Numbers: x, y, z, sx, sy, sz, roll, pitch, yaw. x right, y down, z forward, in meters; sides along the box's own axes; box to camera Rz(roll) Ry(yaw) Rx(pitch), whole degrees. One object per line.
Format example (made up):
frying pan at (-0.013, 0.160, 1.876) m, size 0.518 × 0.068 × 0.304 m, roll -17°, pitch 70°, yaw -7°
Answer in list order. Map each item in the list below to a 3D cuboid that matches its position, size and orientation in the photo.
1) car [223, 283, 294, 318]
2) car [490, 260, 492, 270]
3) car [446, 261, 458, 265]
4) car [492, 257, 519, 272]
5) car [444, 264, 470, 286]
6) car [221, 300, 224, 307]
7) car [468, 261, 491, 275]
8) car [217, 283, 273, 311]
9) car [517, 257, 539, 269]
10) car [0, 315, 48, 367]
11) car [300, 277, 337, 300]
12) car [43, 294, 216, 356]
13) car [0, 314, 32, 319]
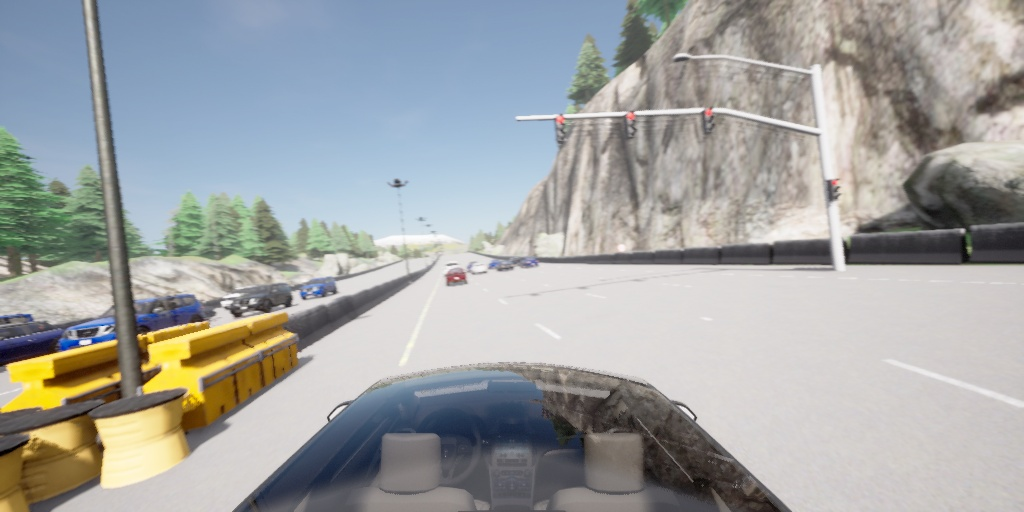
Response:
car at (-18.351, 3.157, 26.589) m, size 2.150 × 2.045 × 5.566 m, roll -7°, pitch 0°, yaw -10°
car at (-2.833, 1.339, 58.986) m, size 1.882 × 1.535 × 5.008 m, roll -7°, pitch 1°, yaw -10°
car at (-8.701, 1.844, 52.422) m, size 2.150 × 2.045 × 5.566 m, roll -7°, pitch 1°, yaw -10°
car at (-0.954, 1.317, 48.555) m, size 2.033 × 1.411 × 5.357 m, roll -7°, pitch 1°, yaw -10°
car at (-5.333, 1.865, 34.075) m, size 1.882 × 1.535 × 5.008 m, roll -7°, pitch 0°, yaw -10°
car at (-21.113, 3.814, 22.474) m, size 2.033 × 1.411 × 5.357 m, roll -7°, pitch 0°, yaw -10°
car at (-4.451, 1.701, 48.343) m, size 1.812 × 1.442 × 4.674 m, roll -7°, pitch 1°, yaw -10°
car at (-27.239, 4.138, 36.884) m, size 2.150 × 2.045 × 5.566 m, roll -7°, pitch 0°, yaw -10°
car at (2.392, 0.898, 49.578) m, size 1.812 × 1.442 × 4.674 m, roll -7°, pitch 1°, yaw -10°
car at (-19.446, 3.418, 13.153) m, size 2.097 × 1.767 × 4.553 m, roll -7°, pitch 0°, yaw -10°
car at (-20.376, 3.333, 37.987) m, size 2.150 × 2.045 × 5.566 m, roll -7°, pitch 0°, yaw -9°
car at (-16.475, 2.939, 16.097) m, size 2.150 × 2.045 × 5.566 m, roll -7°, pitch 0°, yaw -11°
car at (-23.326, 3.743, 14.930) m, size 2.150 × 2.045 × 5.566 m, roll -7°, pitch 0°, yaw -10°
